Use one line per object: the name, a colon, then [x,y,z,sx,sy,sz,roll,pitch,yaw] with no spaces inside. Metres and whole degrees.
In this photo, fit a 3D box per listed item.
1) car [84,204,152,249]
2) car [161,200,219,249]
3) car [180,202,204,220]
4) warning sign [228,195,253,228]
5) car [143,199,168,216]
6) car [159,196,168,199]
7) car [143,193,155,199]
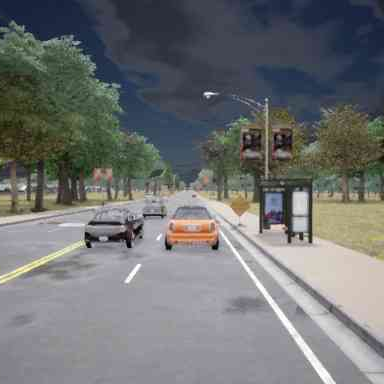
car: [-3.250,1.502,14.632,2.128,1.511,4.902,0,0,0]
car: [0.000,1.373,14.602,2.097,1.767,4.553,0,0,0]
car: [0.000,1.640,29.662,1.895,1.301,4.718,0,0,0]
warning sign: [2.858,1.126,19.841,1.300,1.860,1.060,0,0,0]
car: [-3.250,1.587,29.632,2.033,1.411,5.357,0,0,0]
car: [-6.500,1.676,75.903,1.895,1.301,4.718,0,0,0]
car: [-9.750,1.306,75.905,2.150,2.045,5.566,0,0,0]
